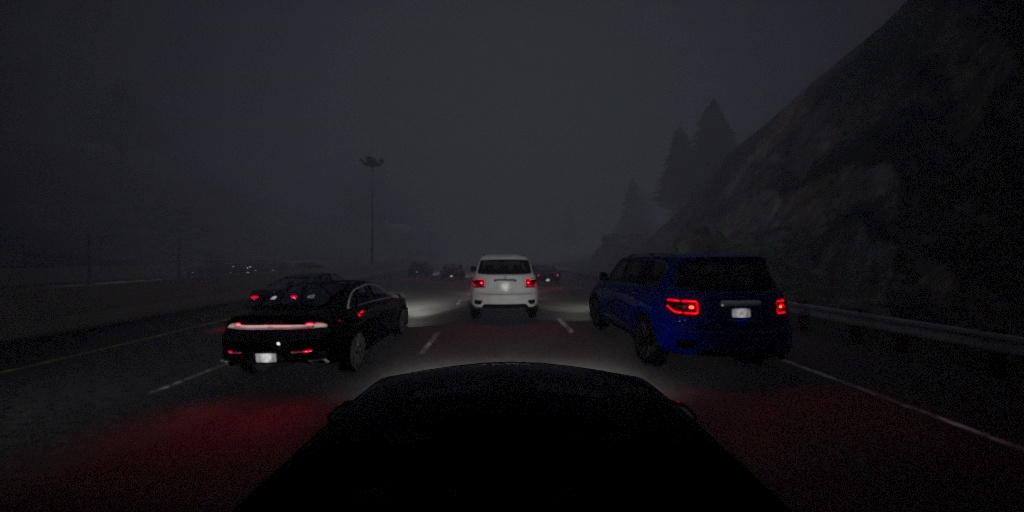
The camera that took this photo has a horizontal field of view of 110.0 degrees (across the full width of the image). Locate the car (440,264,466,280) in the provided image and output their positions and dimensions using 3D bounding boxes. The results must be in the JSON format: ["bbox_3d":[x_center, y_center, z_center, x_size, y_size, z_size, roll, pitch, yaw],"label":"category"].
[{"bbox_3d":[-5.107,1.343,31.540,1.895,1.301,4.718,0,0,-4],"label":"car"}]

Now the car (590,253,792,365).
[{"bbox_3d":[3.399,0.959,8.135,2.150,2.045,5.566,0,0,-2],"label":"car"}]

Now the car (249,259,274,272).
[{"bbox_3d":[-23.105,1.307,35.196,1.812,1.442,4.674,0,0,-4],"label":"car"}]

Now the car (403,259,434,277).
[{"bbox_3d":[-8.872,1.240,35.114,2.128,1.511,4.902,0,0,-4],"label":"car"}]

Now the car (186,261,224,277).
[{"bbox_3d":[-30.187,1.288,36.163,2.128,1.511,4.902,0,0,-4],"label":"car"}]

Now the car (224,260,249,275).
[{"bbox_3d":[-26.745,1.139,37.068,2.097,1.767,4.553,0,0,-4],"label":"car"}]

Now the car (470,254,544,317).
[{"bbox_3d":[-0.351,0.965,13.261,2.150,2.045,5.566,0,0,-3],"label":"car"}]

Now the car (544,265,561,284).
[{"bbox_3d":[2.272,1.329,26.472,1.895,1.301,4.718,0,0,-4],"label":"car"}]

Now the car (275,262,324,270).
[{"bbox_3d":[-19.493,1.322,33.682,2.033,1.411,5.357,0,0,-4],"label":"car"}]

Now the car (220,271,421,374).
[{"bbox_3d":[-3.608,1.246,7.575,2.128,1.511,4.902,0,0,-2],"label":"car"}]

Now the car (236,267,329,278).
[{"bbox_3d":[-7.352,1.307,13.366,2.033,1.411,5.357,0,0,-4],"label":"car"}]
